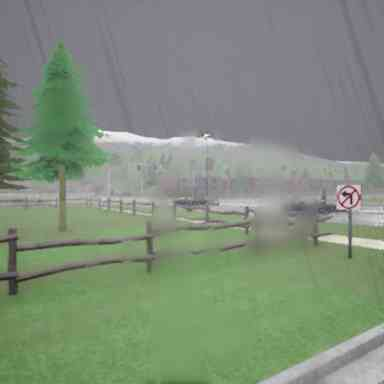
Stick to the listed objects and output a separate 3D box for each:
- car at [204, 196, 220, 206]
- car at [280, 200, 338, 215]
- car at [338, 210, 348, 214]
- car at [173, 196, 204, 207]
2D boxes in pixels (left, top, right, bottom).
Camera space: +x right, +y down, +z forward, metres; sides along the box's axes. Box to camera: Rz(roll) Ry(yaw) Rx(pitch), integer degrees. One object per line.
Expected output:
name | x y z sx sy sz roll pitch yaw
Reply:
car | 2.137 1.343 49.355 2.128 1.511 4.902 0 0 -35
car | 10.631 1.465 30.900 1.895 1.301 4.718 0 0 -35
car | 13.480 1.447 32.933 1.895 1.301 4.718 0 0 -35
car | -0.782 1.468 47.425 1.895 1.301 4.718 0 0 -35
